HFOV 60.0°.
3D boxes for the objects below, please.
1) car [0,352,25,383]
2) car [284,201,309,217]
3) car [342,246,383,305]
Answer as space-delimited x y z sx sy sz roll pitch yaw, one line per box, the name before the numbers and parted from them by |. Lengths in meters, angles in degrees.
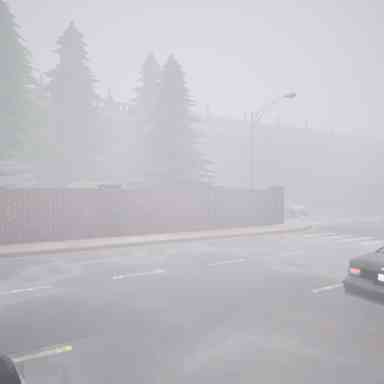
car | -3.332 1.492 1.303 4.902 1.511 2.128 0 0 -36
car | 9.223 1.581 32.599 1.812 1.442 4.674 0 0 -32
car | 5.521 1.548 7.063 5.357 1.411 2.033 0 0 -31
